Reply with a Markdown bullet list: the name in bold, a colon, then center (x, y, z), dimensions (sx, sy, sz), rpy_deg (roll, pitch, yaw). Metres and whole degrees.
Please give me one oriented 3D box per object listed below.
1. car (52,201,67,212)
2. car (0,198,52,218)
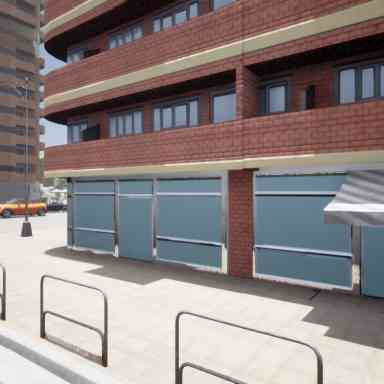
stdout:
- **car**: center (-15.392, 1.601, 35.841), dimensions (1.895, 1.301, 4.718), rpy_deg (0, 0, 36)
- **car**: center (-15.505, 1.352, 29.755), dimensions (2.097, 1.767, 4.553), rpy_deg (0, 0, 36)
